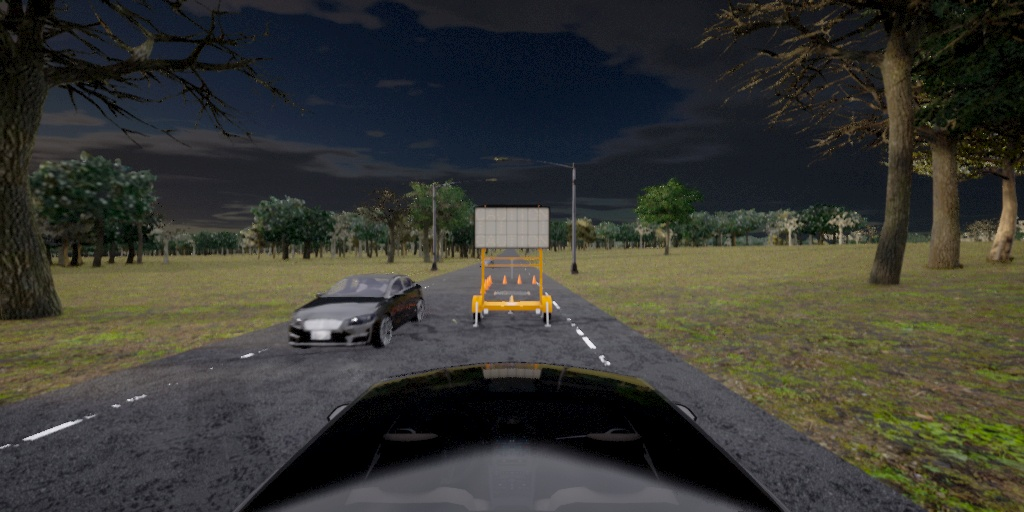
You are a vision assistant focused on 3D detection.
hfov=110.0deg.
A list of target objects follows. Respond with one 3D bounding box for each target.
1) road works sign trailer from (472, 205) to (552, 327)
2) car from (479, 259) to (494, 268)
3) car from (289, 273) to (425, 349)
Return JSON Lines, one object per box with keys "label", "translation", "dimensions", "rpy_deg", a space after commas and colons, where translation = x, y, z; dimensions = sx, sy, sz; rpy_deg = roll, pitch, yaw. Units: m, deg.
{"label": "road works sign trailer", "translation": [0.001, 0.180, 11.423], "dimensions": [2.380, 3.560, 2.880], "rpy_deg": [0, 0, 0]}
{"label": "car", "translation": [-3.582, 0.913, 50.693], "dimensions": [2.128, 1.511, 4.902], "rpy_deg": [0, 1, 0]}
{"label": "car", "translation": [-3.599, 1.218, 9.205], "dimensions": [2.128, 1.511, 4.902], "rpy_deg": [0, 0, 0]}
